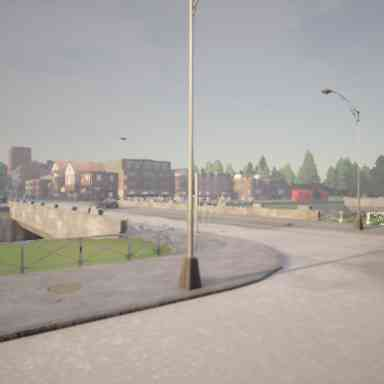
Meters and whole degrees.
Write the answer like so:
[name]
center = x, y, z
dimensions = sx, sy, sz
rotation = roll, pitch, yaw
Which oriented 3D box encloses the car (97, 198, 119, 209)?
[car]
center = -11.560, 1.611, 45.762
dimensions = 1.812, 1.442, 4.674
rotation = 0, 0, -36
